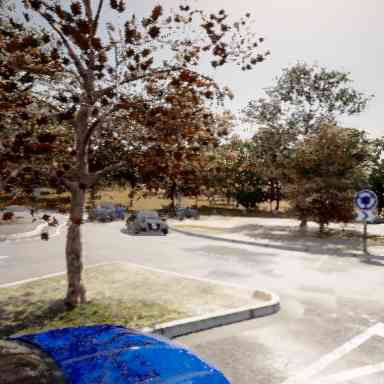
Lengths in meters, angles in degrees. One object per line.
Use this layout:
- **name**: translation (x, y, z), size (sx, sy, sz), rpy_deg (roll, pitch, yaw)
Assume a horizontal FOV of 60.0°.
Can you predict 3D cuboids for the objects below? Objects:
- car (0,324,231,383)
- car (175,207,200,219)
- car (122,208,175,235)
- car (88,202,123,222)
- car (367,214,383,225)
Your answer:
- **car**: translation (-1.926, 1.465, 1.540), size (5.008, 1.535, 1.882), rpy_deg (1, 0, -36)
- **car**: translation (-0.953, 2.440, 39.209), size (1.994, 1.385, 4.181), rpy_deg (1, -2, 39)
- **car**: translation (-2.843, 1.841, 20.739), size (1.994, 1.385, 4.181), rpy_deg (3, -2, -21)
- **car**: translation (-7.655, 1.682, 30.351), size (2.097, 1.767, 4.553), rpy_deg (3, -2, 7)
- **car**: translation (24.699, 3.572, 42.409), size (4.902, 1.511, 2.128), rpy_deg (0, -3, 41)
